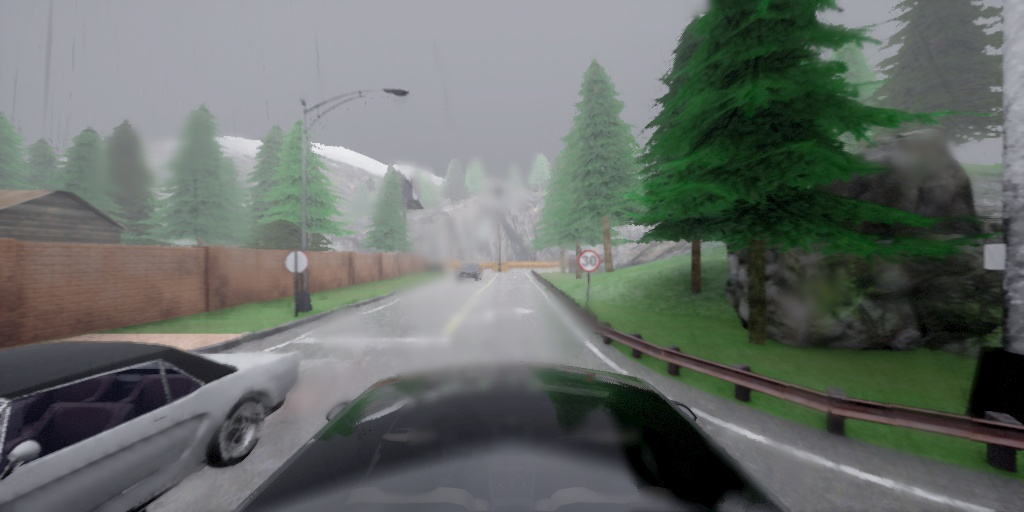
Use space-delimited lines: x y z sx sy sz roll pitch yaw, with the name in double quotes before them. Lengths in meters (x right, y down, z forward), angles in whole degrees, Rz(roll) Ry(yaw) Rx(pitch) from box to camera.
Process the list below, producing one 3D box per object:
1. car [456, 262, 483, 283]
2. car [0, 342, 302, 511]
"car" -3.494 1.298 30.041 1.837 1.490 4.892 0 0 0
"car" -3.504 1.368 2.139 1.895 1.301 4.718 0 0 0
